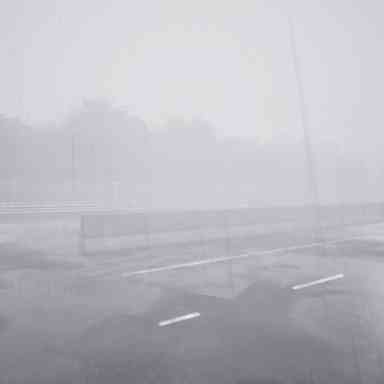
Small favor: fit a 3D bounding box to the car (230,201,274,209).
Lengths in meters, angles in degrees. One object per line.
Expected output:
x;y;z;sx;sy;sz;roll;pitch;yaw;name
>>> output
6.122;1.589;34.045;4.718;1.301;1.895;0;0;-36;car
